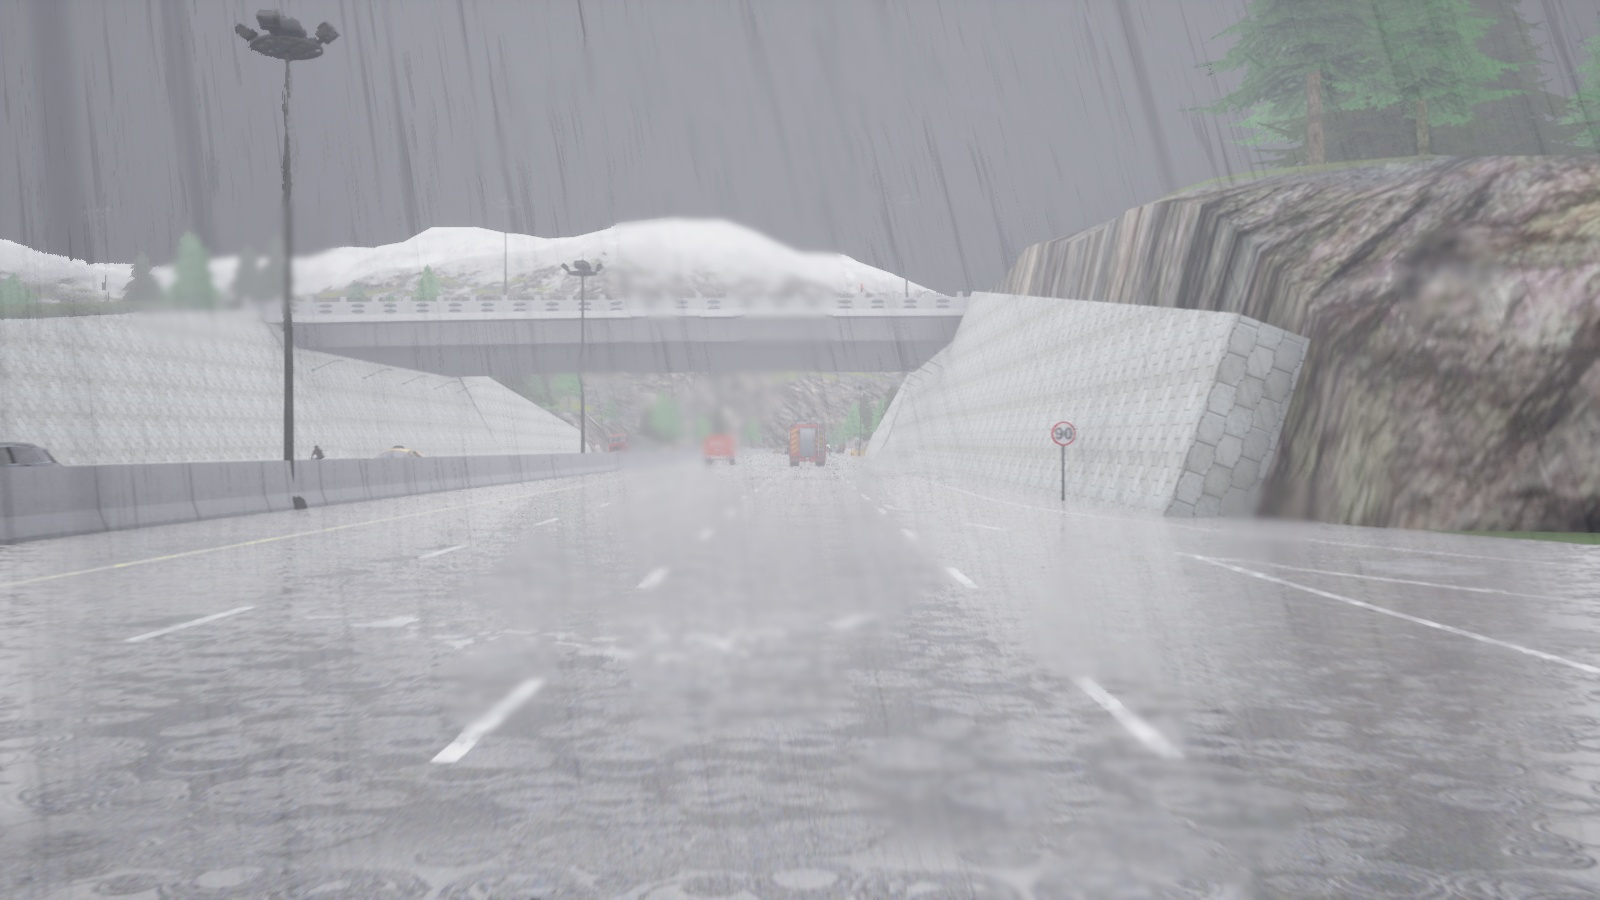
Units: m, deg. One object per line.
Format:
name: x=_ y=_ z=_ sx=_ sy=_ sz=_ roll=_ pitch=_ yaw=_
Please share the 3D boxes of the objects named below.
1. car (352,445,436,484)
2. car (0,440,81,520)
car: x=-17.178 y=0.566 z=53.418 sx=1.801 sy=1.575 sz=5.366 roll=0 pitch=0 yaw=0
car: x=-17.335 y=0.612 z=26.041 sx=2.033 sy=1.649 sz=4.856 roll=0 pitch=0 yaw=0
